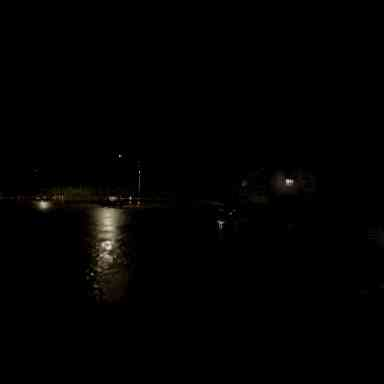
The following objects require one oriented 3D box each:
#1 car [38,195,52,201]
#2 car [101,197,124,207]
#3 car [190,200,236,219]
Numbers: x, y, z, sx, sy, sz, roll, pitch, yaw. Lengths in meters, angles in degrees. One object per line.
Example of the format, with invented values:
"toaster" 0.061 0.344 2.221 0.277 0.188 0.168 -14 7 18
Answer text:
"car" -37.998 1.618 86.579 1.895 1.301 4.718 2 -2 -36
"car" -10.656 1.350 44.498 1.994 1.385 4.181 2 -1 -36
"car" 1.632 1.379 27.684 1.812 1.442 4.674 2 -1 -36
